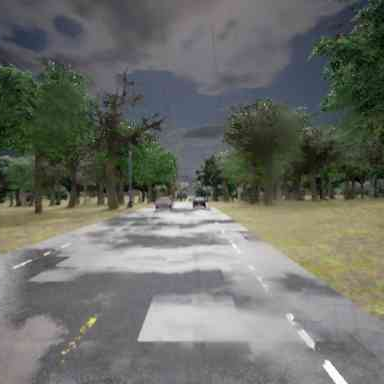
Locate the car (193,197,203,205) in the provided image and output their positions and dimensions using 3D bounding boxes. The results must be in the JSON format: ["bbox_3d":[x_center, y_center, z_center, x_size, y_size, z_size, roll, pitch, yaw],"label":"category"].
[{"bbox_3d":[1.065,1.698,64.649,1.812,1.442,4.674,0,-1,0],"label":"car"}]

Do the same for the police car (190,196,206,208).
[{"bbox_3d":[1.061,1.460,48.758,1.930,1.638,5.238,0,0,0],"label":"police car"}]

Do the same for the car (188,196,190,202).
[{"bbox_3d":[0.020,1.694,82.286,1.882,1.535,5.008,0,-1,0],"label":"car"}]

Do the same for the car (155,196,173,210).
[{"bbox_3d":[-3.573,1.355,43.191,2.097,1.767,4.553,0,0,0],"label":"car"}]

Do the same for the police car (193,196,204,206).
[{"bbox_3d":[1.064,1.541,58.760,1.930,1.638,5.238,0,-1,0],"label":"police car"}]
